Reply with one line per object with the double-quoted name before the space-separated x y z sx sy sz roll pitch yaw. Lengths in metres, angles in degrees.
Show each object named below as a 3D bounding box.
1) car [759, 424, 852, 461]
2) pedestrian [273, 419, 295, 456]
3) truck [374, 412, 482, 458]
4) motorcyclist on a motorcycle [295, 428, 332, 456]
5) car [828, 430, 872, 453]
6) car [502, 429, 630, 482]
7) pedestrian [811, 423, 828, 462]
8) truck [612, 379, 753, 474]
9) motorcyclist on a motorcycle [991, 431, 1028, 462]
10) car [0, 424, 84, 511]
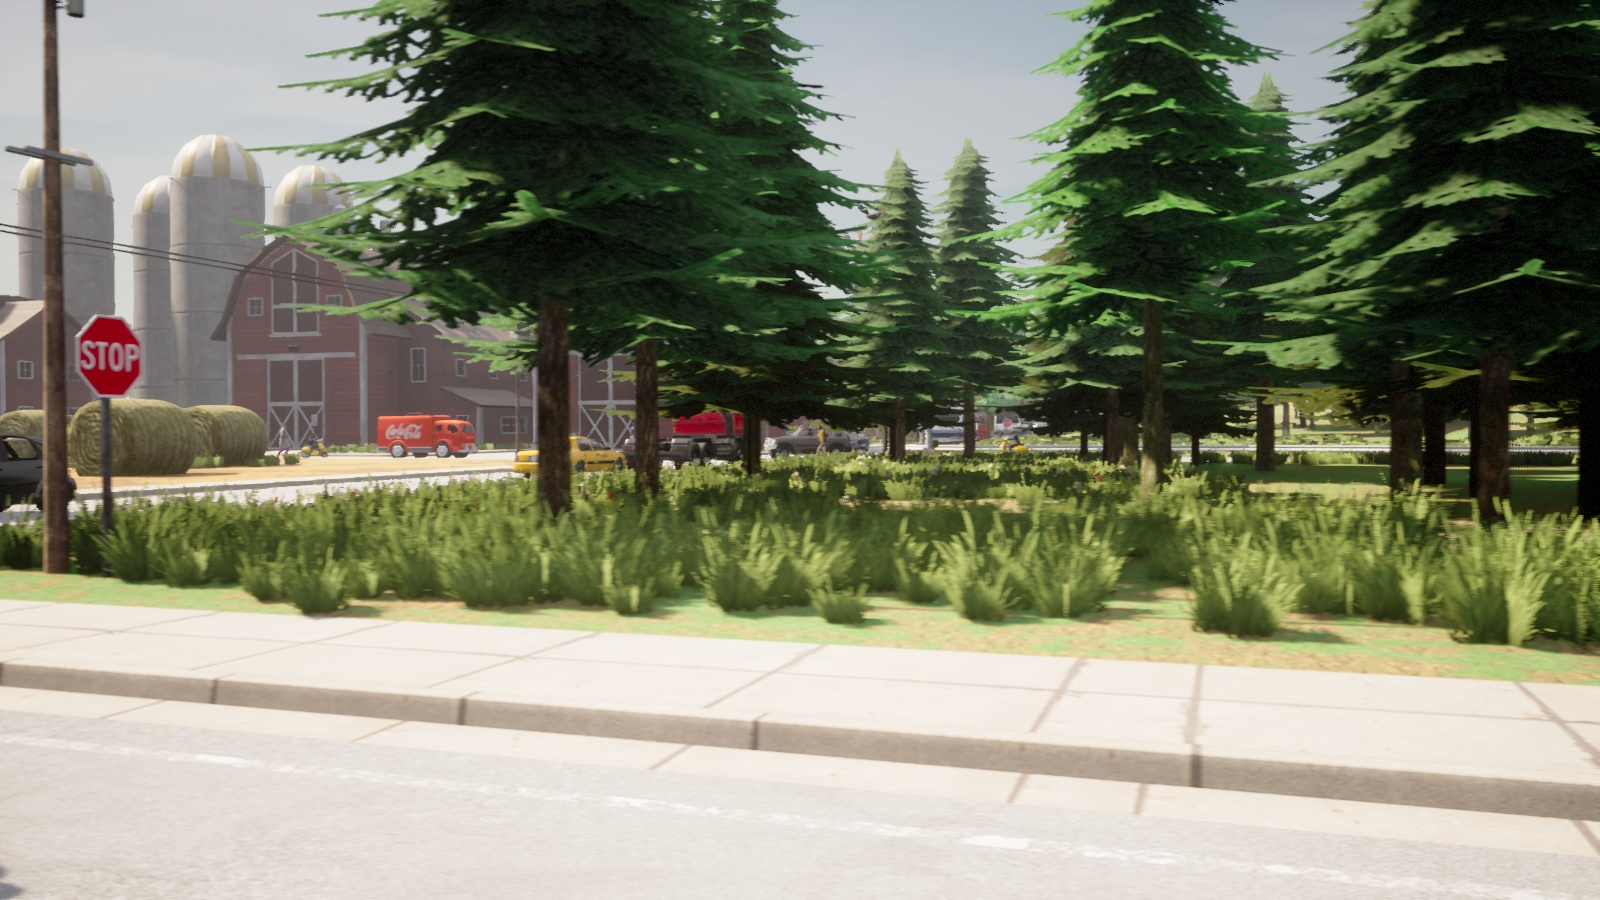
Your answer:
"car" 0.272 -0.390 66.720 4.605 1.855 1.932 1 0 -13
"pedestrian" -27.355 -0.670 66.570 0.873 1.952 0.659 0 1 0
"truck" -20.894 -0.856 70.565 5.204 2.467 2.627 0 1 15
"motorcyclist on a motorcycle" -28.098 -0.470 72.527 1.817 1.590 0.866 0 1 15
"car" 3.655 -0.637 90.841 2.033 1.649 4.856 0 1 16
"car" -7.395 0.132 40.335 1.801 1.575 5.366 0 1 16
"pedestrian" 0.926 -0.361 58.819 0.709 1.840 0.431 1 1 19
"truck" -4.505 -0.935 50.243 2.891 3.462 7.936 0 1 16
"motorcyclist on a motorcycle" 10.950 -0.211 65.559 1.817 1.590 0.866 0 1 15
"car" -15.893 0.323 23.660 1.851 1.617 3.988 0 1 16
